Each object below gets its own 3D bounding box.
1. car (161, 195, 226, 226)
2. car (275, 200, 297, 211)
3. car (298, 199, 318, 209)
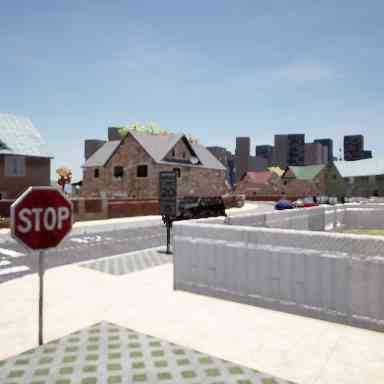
[{"bbox_3d":[0.266,1.268,23.169,2.150,2.045,5.566,1,1,37],"label":"car"},{"bbox_3d":[11.352,1.686,40.811,1.895,1.301,4.718,1,0,21],"label":"car"},{"bbox_3d":[14.486,1.699,41.085,1.994,1.385,4.181,1,0,19],"label":"car"}]
